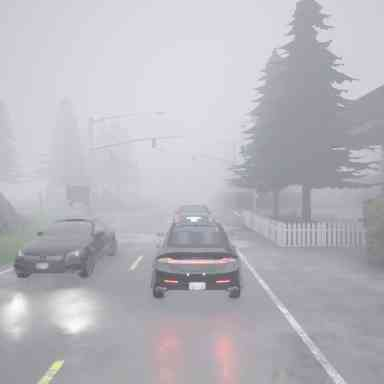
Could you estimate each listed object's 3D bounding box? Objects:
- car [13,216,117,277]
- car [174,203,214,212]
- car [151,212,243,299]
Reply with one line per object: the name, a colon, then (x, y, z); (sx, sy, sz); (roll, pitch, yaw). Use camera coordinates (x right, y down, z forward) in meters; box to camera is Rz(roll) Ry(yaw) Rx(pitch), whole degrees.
car: (-3.593, 1.526, 10.330); (1.812, 1.442, 4.674); (0, 0, 0)
car: (0.088, 1.352, 17.613); (2.097, 1.767, 4.553); (0, 0, 0)
car: (0.094, 1.492, 8.460); (2.128, 1.511, 4.902); (0, 0, 0)
